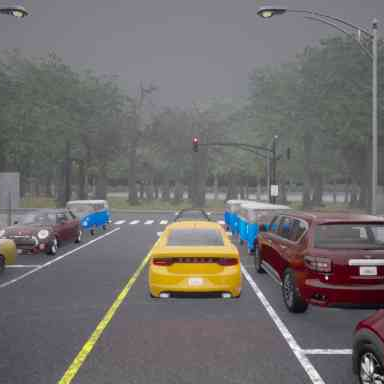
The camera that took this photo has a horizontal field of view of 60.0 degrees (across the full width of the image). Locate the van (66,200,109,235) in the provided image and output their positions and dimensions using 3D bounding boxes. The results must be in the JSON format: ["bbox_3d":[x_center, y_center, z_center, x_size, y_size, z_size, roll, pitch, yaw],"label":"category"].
[{"bbox_3d":[-5.795,1.343,18.443,1.690,1.788,3.998,0,0,0],"label":"van"}]

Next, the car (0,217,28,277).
[{"bbox_3d":[-5.776,1.525,7.398,1.752,1.417,4.829,0,0,0],"label":"car"}]

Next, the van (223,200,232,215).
[{"bbox_3d":[2.730,1.343,18.458,1.690,1.788,3.998,0,0,0],"label":"van"}]

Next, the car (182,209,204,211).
[{"bbox_3d":[0.030,1.565,17.458,1.994,1.385,4.181,0,0,0],"label":"car"}]

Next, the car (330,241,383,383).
[{"bbox_3d":[2.758,1.440,2.145,1.967,1.590,4.097,0,0,0],"label":"car"}]

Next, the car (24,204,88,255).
[{"bbox_3d":[-5.786,1.441,13.006,1.967,1.590,4.097,0,0,0],"label":"car"}]

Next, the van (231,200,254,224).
[{"bbox_3d":[2.739,1.342,13.020,1.690,1.788,3.998,0,0,0],"label":"van"}]

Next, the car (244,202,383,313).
[{"bbox_3d":[2.749,1.315,7.583,2.192,1.841,5.009,0,0,0],"label":"car"}]

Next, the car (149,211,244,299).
[{"bbox_3d":[0.072,1.478,8.535,1.882,1.535,5.008,0,0,0],"label":"car"}]
